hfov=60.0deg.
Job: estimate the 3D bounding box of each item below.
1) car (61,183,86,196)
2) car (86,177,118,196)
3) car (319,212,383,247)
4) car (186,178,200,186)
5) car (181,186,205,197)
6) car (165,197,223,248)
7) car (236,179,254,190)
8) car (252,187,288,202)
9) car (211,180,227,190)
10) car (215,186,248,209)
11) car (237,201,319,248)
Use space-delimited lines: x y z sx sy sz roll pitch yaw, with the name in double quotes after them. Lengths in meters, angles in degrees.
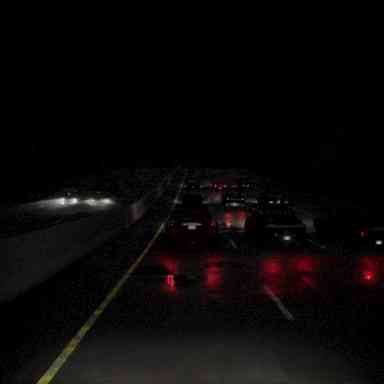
-13.889 -0.335 39.716 1.895 1.301 4.718 0 7 0 "car"
-10.389 -0.662 39.655 2.150 2.045 5.566 0 7 0 "car"
7.000 1.547 14.665 1.895 1.301 4.718 0 1 0 "car"
0.140 -1.099 44.760 1.812 1.442 4.674 0 7 0 "car"
0.056 0.611 29.584 1.837 1.490 4.892 0 5 0 "car"
0.000 1.297 14.601 2.097 1.767 4.553 0 1 0 "car"
7.140 -1.069 44.725 2.033 1.411 5.357 0 7 0 "car"
7.056 0.657 29.547 2.033 1.411 5.357 0 5 0 "car"
3.640 -1.020 44.781 1.895 1.301 4.718 0 7 0 "car"
3.556 0.590 29.564 2.128 1.511 4.902 0 5 0 "car"
3.500 1.427 14.634 2.128 1.511 4.902 0 1 0 "car"
